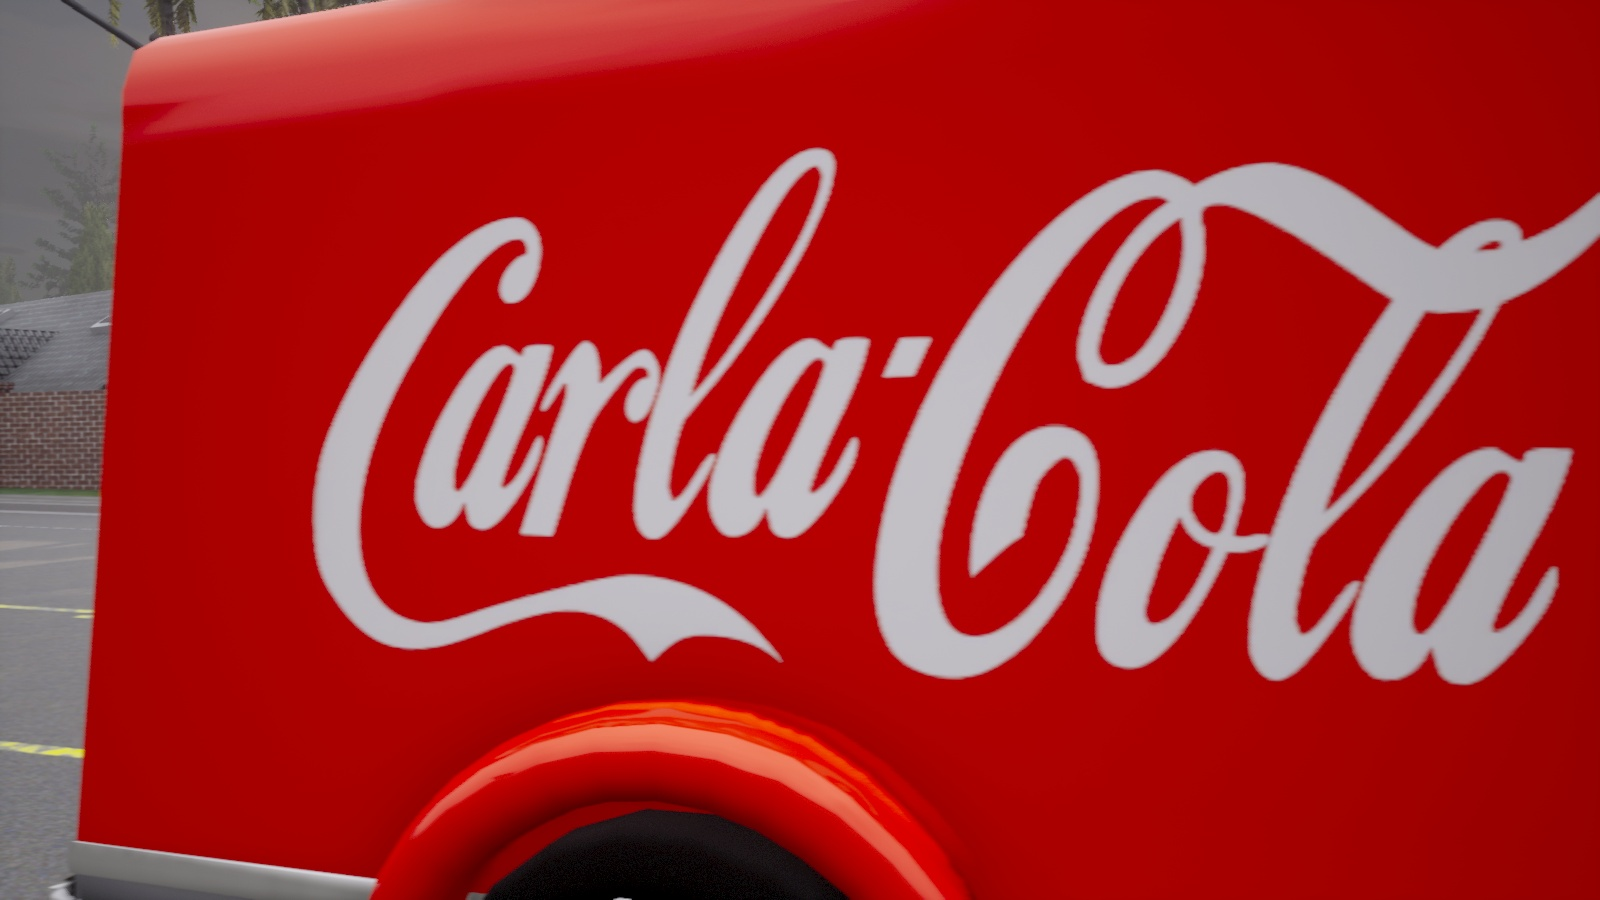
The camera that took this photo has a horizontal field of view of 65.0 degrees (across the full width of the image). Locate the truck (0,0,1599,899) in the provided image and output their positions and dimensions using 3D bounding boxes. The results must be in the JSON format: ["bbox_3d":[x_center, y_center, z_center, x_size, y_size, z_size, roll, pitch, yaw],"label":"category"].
[{"bbox_3d":[1.258,0.298,2.788,5.204,2.467,2.627,1,1,20],"label":"truck"}]
